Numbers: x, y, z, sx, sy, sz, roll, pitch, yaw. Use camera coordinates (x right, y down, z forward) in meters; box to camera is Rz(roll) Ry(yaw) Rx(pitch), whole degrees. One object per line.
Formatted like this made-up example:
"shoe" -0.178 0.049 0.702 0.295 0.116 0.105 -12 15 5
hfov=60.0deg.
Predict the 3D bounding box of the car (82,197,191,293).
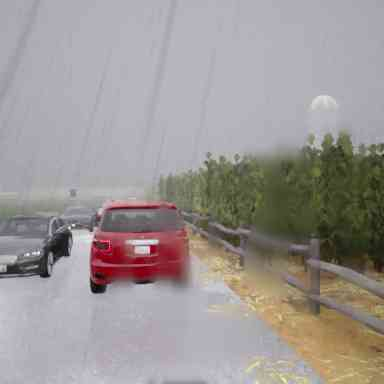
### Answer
"car" -1.450 1.221 9.107 2.150 2.045 5.566 0 0 -10

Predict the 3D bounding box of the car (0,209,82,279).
"car" -4.868 1.491 10.037 2.128 1.511 4.902 0 0 -10

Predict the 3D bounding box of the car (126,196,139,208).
"car" -8.938 1.477 49.839 1.882 1.535 5.008 0 0 -10

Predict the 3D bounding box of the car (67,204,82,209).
"car" -6.678 1.505 19.922 1.837 1.490 4.892 0 0 -10
